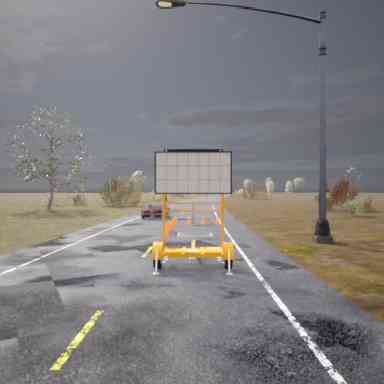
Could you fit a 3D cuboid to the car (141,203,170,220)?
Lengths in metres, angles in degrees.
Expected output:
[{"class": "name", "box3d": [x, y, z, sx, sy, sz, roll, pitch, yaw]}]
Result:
[{"class": "car", "box3d": [-3.026, 1.597, 27.987, 1.895, 1.301, 4.718, 0, 0, 2]}]

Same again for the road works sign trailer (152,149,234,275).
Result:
[{"class": "road works sign trailer", "box3d": [0.043, 0.463, 10.456, 2.380, 3.560, 2.880, 0, 0, 1]}]
